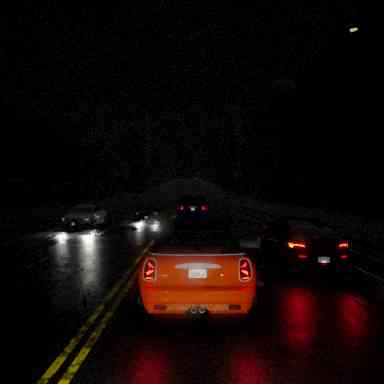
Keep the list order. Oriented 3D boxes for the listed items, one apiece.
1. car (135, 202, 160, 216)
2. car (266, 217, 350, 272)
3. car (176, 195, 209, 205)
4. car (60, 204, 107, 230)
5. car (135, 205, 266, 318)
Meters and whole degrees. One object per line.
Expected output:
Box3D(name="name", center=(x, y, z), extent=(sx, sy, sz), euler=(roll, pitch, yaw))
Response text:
Box3D(name="car", center=(-3.409, 1.515, 27.380), extent=(2.033, 1.411, 5.357), euler=(0, 0, 0))
Box3D(name="car", center=(3.333, 1.517, 10.592), extent=(1.812, 1.442, 4.674), euler=(0, 0, 1))
Box3D(name="car", center=(0.046, 1.195, 24.028), extent=(2.150, 2.045, 5.566), euler=(0, 0, 0))
Box3D(name="car", center=(-6.645, 1.504, 20.891), extent=(1.812, 1.442, 4.674), euler=(0, 0, 0))
Box3D(name="car", center=(0.082, 1.346, 7.546), extent=(2.097, 1.767, 4.553), euler=(0, 0, 0))
